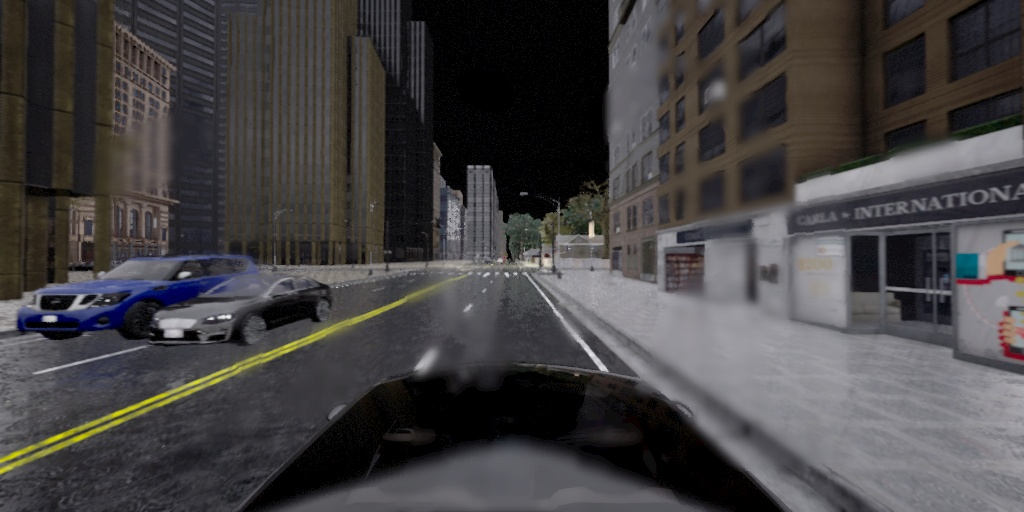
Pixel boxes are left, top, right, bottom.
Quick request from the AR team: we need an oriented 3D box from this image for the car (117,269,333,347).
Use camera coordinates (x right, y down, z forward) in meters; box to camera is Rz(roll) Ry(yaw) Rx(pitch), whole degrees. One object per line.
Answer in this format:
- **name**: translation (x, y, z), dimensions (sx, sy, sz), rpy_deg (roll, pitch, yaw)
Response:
- **car**: translation (-6.600, 1.255, 9.453), dimensions (2.128, 1.511, 4.902), rpy_deg (0, 0, 0)

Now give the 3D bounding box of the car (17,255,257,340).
- **car**: translation (-9.849, 0.987, 10.410), dimensions (2.150, 2.045, 5.566), rpy_deg (0, 0, 0)
